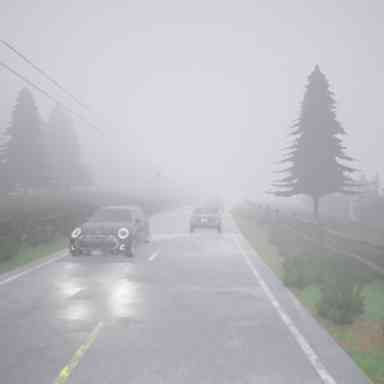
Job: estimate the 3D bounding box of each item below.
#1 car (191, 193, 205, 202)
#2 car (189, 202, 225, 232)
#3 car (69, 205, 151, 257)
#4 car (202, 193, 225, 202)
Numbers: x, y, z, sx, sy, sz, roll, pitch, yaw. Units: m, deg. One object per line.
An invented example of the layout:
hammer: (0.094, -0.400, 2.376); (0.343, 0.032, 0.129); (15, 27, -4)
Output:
car: (1.354, 1.190, 52.748); (2.150, 2.045, 5.566); (0, 0, 10)
car: (0.842, 1.536, 19.869); (2.033, 1.411, 5.357); (0, 0, 3)
car: (-2.943, 1.341, 12.809); (2.097, 1.767, 4.553); (0, 0, 3)
car: (2.761, 1.331, 39.337); (2.097, 1.767, 4.553); (0, 0, 7)
